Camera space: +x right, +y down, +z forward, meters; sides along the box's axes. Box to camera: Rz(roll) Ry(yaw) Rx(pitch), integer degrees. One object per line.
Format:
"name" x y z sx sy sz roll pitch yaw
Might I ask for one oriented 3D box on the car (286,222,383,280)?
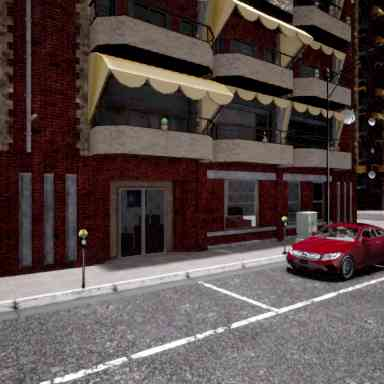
"car" 4.631 1.582 9.914 4.206 1.307 1.802 0 0 -35
